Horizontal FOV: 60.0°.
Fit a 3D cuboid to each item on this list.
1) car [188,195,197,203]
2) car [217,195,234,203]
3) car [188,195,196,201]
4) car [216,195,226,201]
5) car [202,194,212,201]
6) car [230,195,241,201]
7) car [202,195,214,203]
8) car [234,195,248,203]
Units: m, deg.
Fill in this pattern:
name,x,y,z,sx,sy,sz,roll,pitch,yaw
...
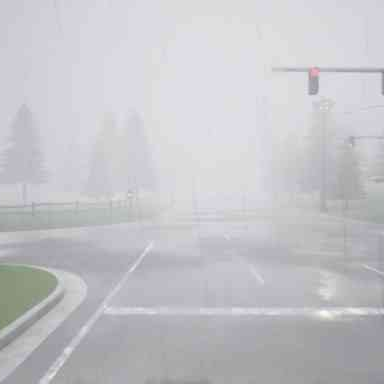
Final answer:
name,x,y,z,sx,sy,sz,roll,pitch,yaw
car,0.047,1.516,70.504,2.128,1.511,4.902,0,0,0
car,7.047,1.516,70.499,2.128,1.511,4.902,0,0,0
car,0.054,1.427,80.954,1.895,1.301,4.718,0,0,0
car,7.054,1.427,80.949,1.895,1.301,4.718,0,0,0
car,3.554,1.357,80.922,2.128,1.511,4.902,0,0,0
car,10.554,1.427,80.947,1.895,1.301,4.718,0,0,0
car,3.547,1.469,70.502,1.882,1.535,5.008,0,0,0
car,10.547,1.531,70.497,2.033,1.411,5.357,0,0,0
